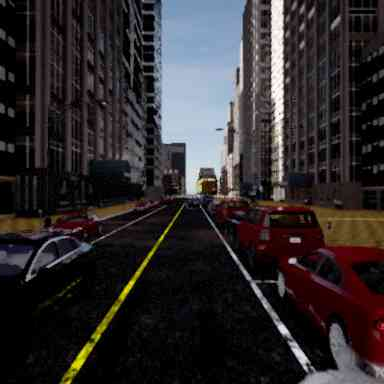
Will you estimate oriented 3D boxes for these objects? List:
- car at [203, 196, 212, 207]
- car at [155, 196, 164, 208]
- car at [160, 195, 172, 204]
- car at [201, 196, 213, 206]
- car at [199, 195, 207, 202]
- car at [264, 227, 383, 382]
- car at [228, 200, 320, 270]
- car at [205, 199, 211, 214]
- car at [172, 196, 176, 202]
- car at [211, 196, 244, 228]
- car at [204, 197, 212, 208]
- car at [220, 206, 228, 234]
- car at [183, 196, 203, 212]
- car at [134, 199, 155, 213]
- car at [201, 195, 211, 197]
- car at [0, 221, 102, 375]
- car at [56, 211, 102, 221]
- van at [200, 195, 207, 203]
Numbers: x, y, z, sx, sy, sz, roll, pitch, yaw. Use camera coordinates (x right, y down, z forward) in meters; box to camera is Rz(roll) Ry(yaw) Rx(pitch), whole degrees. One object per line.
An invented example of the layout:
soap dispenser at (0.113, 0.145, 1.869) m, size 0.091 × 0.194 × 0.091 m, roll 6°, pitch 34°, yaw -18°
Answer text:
car at (2.674, 1.706, 49.839) m, size 1.947 × 1.339 × 4.313 m, roll 0°, pitch 0°, yaw 0°
car at (-5.706, 1.721, 49.835) m, size 1.802 × 1.307 × 4.206 m, roll 0°, pitch 0°, yaw 0°
car at (-5.712, 1.499, 66.453) m, size 2.192 × 1.841 × 5.009 m, roll 0°, pitch 0°, yaw 0°
car at (2.670, 1.610, 60.917) m, size 1.967 × 1.590 × 4.097 m, roll 0°, pitch 0°, yaw 0°
car at (2.661, 1.669, 83.075) m, size 1.967 × 1.590 × 4.097 m, roll 0°, pitch 0°, yaw 0°
car at (2.692, 1.561, 5.524) m, size 1.887 × 1.381 × 4.507 m, roll 0°, pitch 0°, yaw 0°
car at (2.691, 1.347, 11.065) m, size 2.192 × 1.841 × 5.009 m, roll 0°, pitch 0°, yaw 0°
car at (2.681, 1.645, 33.221) m, size 2.008 × 1.369 × 4.403 m, roll 0°, pitch 0°, yaw 0°
car at (-5.720, 1.773, 83.071) m, size 1.887 × 1.381 × 4.507 m, roll 0°, pitch 0°, yaw 0°
car at (2.687, 1.378, 22.143) m, size 2.192 × 1.841 × 5.009 m, roll 0°, pitch 0°, yaw 0°
car at (2.679, 1.635, 38.930) m, size 1.752 × 1.417 × 4.829 m, roll 0°, pitch 0°, yaw 0°
car at (2.688, 1.614, 16.603) m, size 1.947 × 1.339 × 4.313 m, roll 0°, pitch 0°, yaw 0°
car at (-0.016, 1.608, 41.527) m, size 2.128 × 1.511 × 4.902 m, roll 0°, pitch 0°, yaw 0°
car at (-5.702, 1.691, 38.756) m, size 1.802 × 1.307 × 4.206 m, roll 0°, pitch 0°, yaw 0°
car at (2.673, 1.470, 55.379) m, size 2.192 × 1.841 × 5.009 m, roll 0°, pitch 0°, yaw 0°
car at (-3.085, 1.508, 5.672) m, size 2.128 × 1.511 × 4.902 m, roll 0°, pitch 0°, yaw 0°
car at (-5.692, 1.629, 16.599) m, size 1.802 × 1.307 × 4.206 m, roll 0°, pitch 0°, yaw 0°
van at (2.664, 1.555, 77.535) m, size 1.690 × 1.788 × 3.998 m, roll 0°, pitch 0°, yaw 0°
